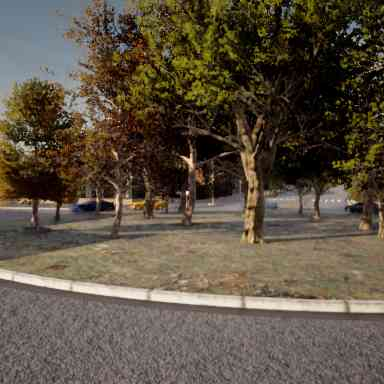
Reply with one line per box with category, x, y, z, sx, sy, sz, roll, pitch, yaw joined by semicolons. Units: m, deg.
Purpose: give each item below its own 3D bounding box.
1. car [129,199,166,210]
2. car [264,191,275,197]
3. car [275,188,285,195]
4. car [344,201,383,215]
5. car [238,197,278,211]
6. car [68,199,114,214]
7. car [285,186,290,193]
car;-5.803;1.603;44.106;5.008;1.535;1.882;0;0;-22
car;16.715;0.528;75.743;1.946;1.575;5.366;0;3;27
car;21.716;-0.056;85.577;1.946;1.575;5.366;0;3;27
car;19.046;1.770;36.454;1.837;1.490;4.892;0;0;-22
car;9.065;1.775;45.730;5.357;1.411;2.033;1;0;16
car;-10.957;1.531;36.358;1.882;1.535;5.008;0;-1;43
car;24.338;-0.609;90.737;2.435;2.045;5.566;0;3;27
